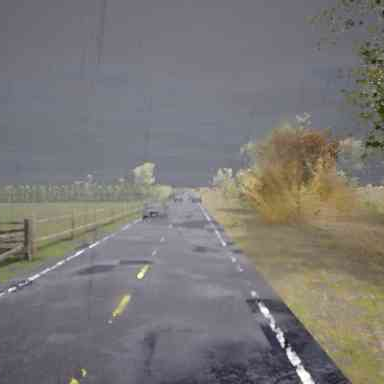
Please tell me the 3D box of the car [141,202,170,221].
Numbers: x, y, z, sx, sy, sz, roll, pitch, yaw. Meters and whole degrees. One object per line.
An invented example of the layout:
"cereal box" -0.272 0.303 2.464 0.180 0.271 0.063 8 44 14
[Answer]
"car" -2.853 1.522 26.958 1.994 1.385 4.181 0 0 0

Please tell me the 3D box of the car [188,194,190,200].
"car" -0.019 1.260 82.510 2.033 1.411 5.357 0 0 0

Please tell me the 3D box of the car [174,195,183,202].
"car" -2.767 1.303 68.395 1.882 1.535 5.008 0 0 0

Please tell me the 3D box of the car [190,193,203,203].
"car" 0.948 1.378 64.498 1.812 1.442 4.674 0 0 0
